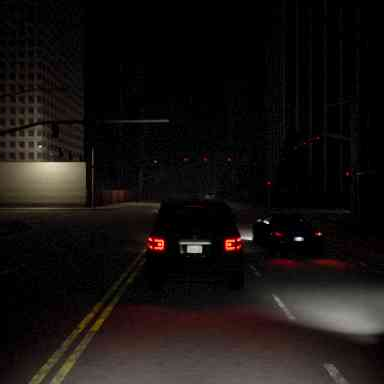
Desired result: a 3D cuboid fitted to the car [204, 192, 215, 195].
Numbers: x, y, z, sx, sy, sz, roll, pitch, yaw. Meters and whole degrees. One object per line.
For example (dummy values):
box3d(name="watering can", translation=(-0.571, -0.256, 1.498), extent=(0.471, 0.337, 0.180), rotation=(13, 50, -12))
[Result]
box3d(name="car", translation=(3.919, 1.082, 73.889), extent=(2.150, 2.045, 5.566), rotation=(0, 0, 0))

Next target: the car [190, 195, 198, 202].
box3d(name="car", translation=(0.419, 1.357, 73.879), extent=(1.837, 1.490, 4.892), rotation=(0, 0, 0))

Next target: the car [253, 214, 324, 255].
box3d(name="car", translation=(3.644, 1.564, 13.267), extent=(1.994, 1.385, 4.181), rotation=(0, 0, 1))

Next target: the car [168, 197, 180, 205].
box3d(name="car", translation=(-3.226, 1.600, 60.203), extent=(1.895, 1.301, 4.718), rotation=(0, 0, 1))

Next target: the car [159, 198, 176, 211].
box3d(name="car", translation=(-3.147, 1.544, 42.844), extent=(2.033, 1.411, 5.357), rotation=(0, 0, -3))

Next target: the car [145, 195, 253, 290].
box3d(name="car", translation=(0.094, 1.221, 9.226), extent=(2.150, 2.045, 5.566), rotation=(0, 0, 1))
